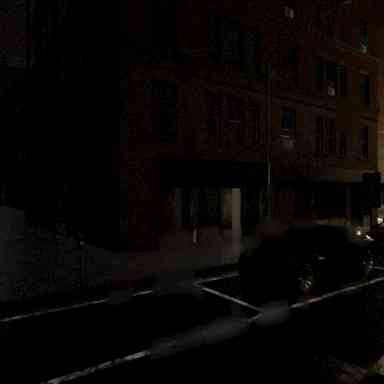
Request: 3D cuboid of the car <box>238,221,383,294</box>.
[{"bbox_3d":[3.175,1.566,8.809,4.313,1.339,1.947,0,0,-36],"label":"car"}]
